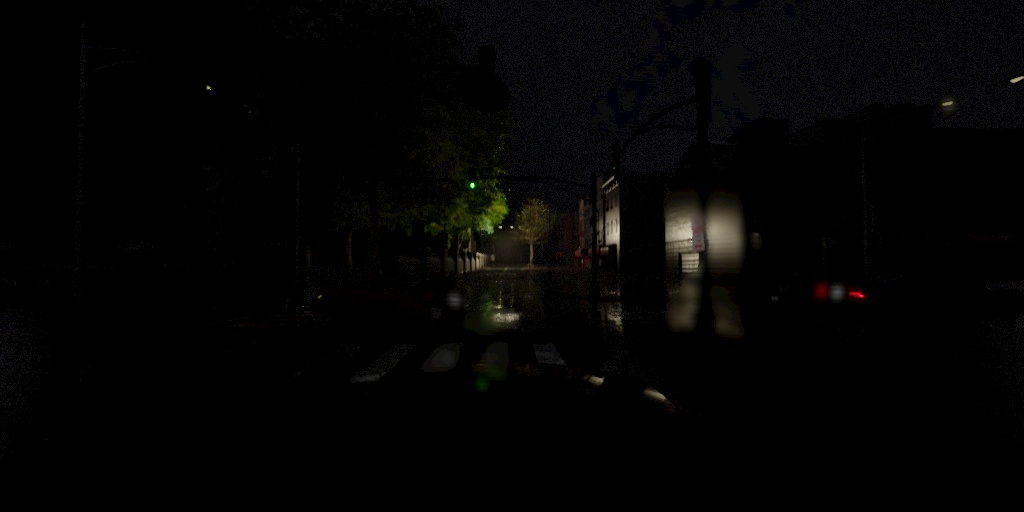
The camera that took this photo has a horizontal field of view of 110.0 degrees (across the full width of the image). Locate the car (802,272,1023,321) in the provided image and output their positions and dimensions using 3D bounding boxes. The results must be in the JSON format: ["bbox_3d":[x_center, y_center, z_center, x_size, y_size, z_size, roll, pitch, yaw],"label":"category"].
[{"bbox_3d":[12.769,1.197,11.307,5.357,1.411,2.033,0,-1,0],"label":"car"}]

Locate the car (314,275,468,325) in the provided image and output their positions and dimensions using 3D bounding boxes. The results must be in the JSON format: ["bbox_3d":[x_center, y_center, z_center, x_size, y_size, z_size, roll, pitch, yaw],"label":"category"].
[{"bbox_3d":[-3.735,1.322,11.374,4.674,1.442,1.812,0,-1,0],"label":"car"}]

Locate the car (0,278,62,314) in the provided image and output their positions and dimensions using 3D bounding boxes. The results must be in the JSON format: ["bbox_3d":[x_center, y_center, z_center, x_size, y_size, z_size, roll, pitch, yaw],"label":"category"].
[{"bbox_3d":[-20.544,1.539,14.074,4.403,1.370,2.007,0,0,0],"label":"car"}]

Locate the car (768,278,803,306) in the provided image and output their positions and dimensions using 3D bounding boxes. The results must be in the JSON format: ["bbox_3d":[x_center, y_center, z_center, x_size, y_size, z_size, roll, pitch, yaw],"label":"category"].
[{"bbox_3d":[12.441,1.275,13.927,4.313,1.339,1.948,0,0,0],"label":"car"}]
